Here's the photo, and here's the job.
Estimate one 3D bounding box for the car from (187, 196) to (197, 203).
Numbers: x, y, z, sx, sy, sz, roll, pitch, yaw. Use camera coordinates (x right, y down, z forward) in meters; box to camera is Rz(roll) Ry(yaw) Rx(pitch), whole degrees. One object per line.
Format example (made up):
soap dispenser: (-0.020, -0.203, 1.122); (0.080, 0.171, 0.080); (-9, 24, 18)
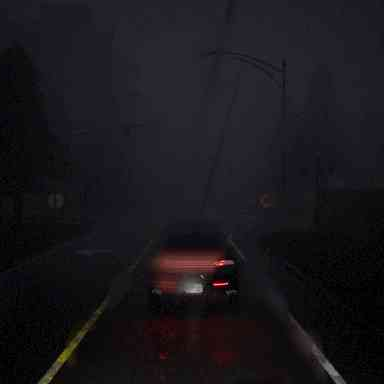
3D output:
car: (0.047, 1.491, 69.512); (2.128, 1.511, 4.902); (0, 0, 0)

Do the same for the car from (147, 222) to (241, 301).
car: (0.059, 1.492, 8.281); (2.128, 1.511, 4.902); (0, 0, 0)

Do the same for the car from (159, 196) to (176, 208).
car: (-3.554, 1.526, 46.878); (1.812, 1.442, 4.674); (0, 0, 0)

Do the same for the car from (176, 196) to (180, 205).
car: (-3.541, 1.477, 58.766); (1.882, 1.535, 5.008); (0, 0, 0)
